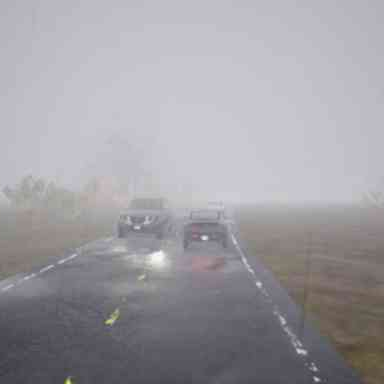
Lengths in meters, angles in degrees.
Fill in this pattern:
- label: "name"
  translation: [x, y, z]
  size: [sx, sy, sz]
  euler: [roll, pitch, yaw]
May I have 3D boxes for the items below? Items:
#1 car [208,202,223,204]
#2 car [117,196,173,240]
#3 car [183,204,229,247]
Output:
- label: "car"
  translation: [2.523, 1.677, 35.558]
  size: [1.895, 1.301, 4.718]
  euler: [0, 0, 7]
- label: "car"
  translation: [-2.300, 1.258, 17.804]
  size: [2.150, 2.045, 5.566]
  euler: [0, 0, 4]
- label: "car"
  translation: [0.631, 1.540, 15.316]
  size: [1.837, 1.490, 4.892]
  euler: [0, 0, 3]
